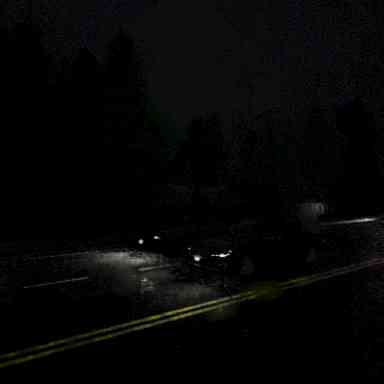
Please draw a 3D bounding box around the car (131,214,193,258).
[{"bbox_3d":[-0.212,1.572,12.912,4.181,1.385,1.994,1,0,-38],"label":"car"}]

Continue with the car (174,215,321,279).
[{"bbox_3d":[2.059,1.530,10.244,4.892,1.490,1.837,1,0,-38],"label":"car"}]
